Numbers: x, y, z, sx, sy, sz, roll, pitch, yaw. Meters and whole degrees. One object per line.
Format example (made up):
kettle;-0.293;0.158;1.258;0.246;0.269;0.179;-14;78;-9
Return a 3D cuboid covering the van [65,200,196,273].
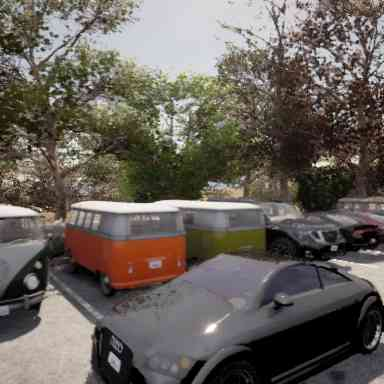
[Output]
van;-2.020;1.262;8.759;1.878;1.987;4.442;0;0;-35

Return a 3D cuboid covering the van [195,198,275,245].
van;0.134;1.273;10.294;1.878;1.987;4.442;0;0;-35

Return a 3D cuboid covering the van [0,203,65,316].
van;-4.250;1.251;6.885;1.878;1.987;4.442;0;0;-35

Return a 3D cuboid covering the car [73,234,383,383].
car;0.827;1.571;4.577;4.181;1.385;1.994;0;0;-35

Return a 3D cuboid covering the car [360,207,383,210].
car;7.074;1.573;15.090;2.002;1.452;4.674;0;0;-35

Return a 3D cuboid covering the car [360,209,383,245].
car;4.819;1.521;13.480;2.097;1.535;5.008;0;0;-35

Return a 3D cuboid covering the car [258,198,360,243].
car;2.475;1.259;11.783;2.435;2.045;5.566;0;0;-35

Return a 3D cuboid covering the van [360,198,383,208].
van;9.160;1.317;16.721;1.878;1.987;4.442;0;0;-35
